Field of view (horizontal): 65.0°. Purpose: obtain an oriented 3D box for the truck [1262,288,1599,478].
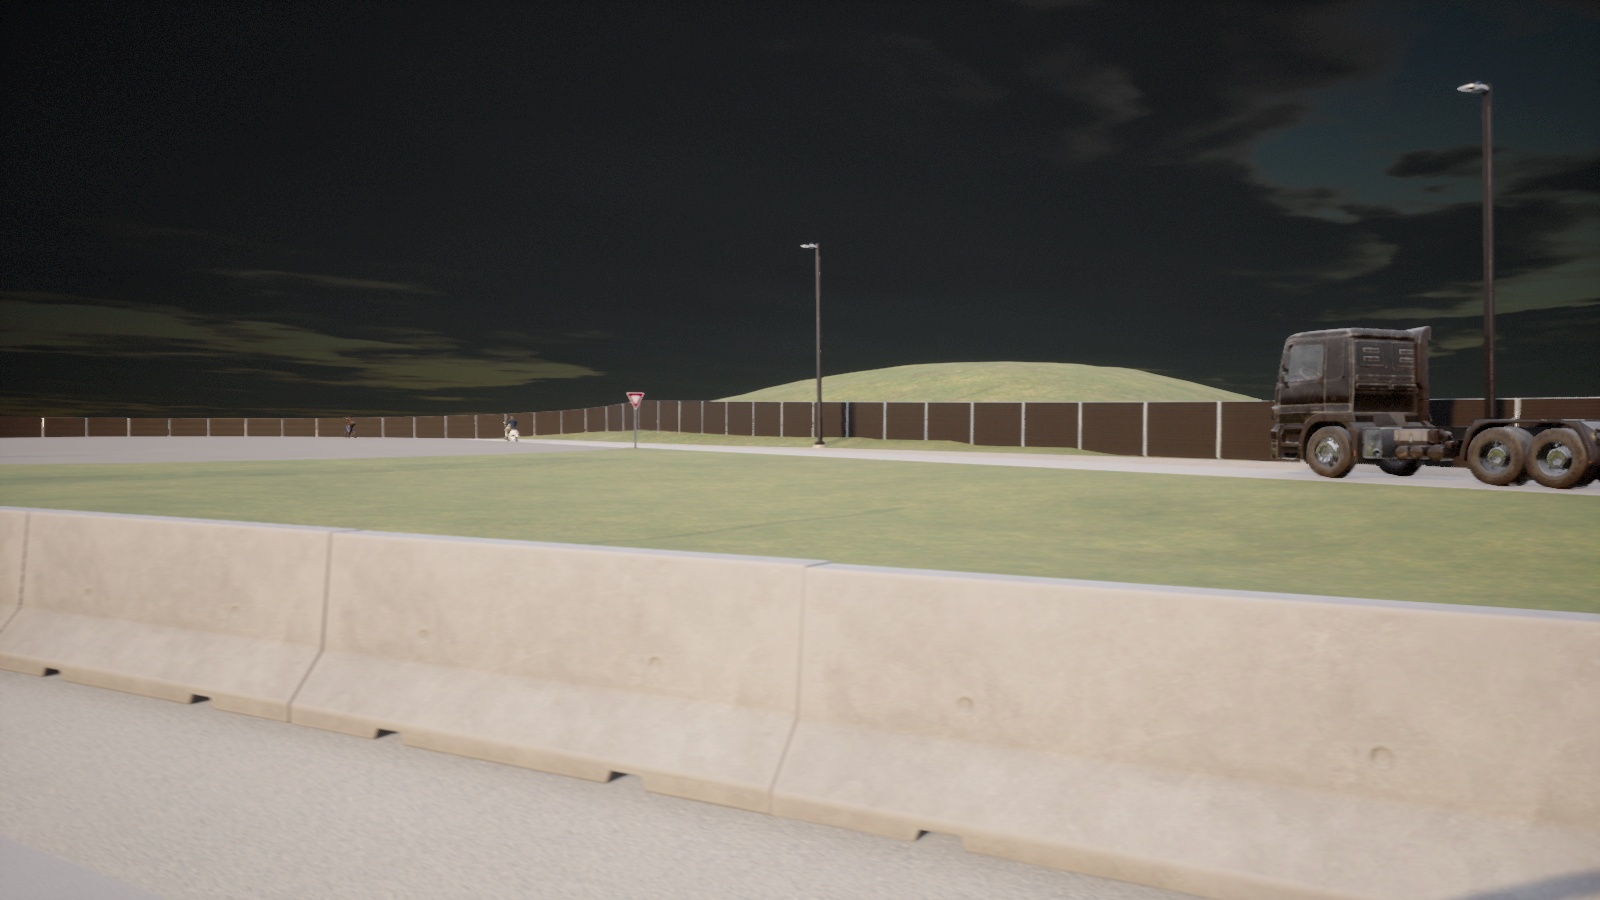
[{"bbox_3d":[14.079,-1.310,26.743,2.891,3.462,7.936,-2,2,-29],"label":"truck"}]
